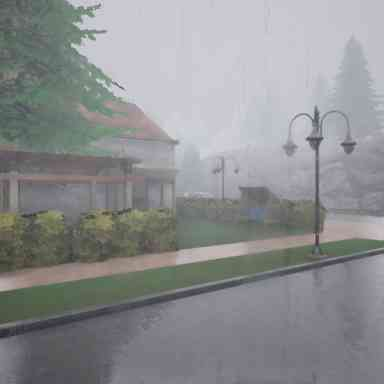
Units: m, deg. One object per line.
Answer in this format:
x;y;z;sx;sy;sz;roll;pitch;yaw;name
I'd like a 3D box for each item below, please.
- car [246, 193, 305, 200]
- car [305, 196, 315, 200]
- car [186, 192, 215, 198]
7.220;1.059;30.841;2.150;2.045;5.566;0;0;-35;car
10.225;1.189;33.001;2.097;1.767;4.553;0;0;-35;car
1.252;1.059;39.237;2.150;2.045;5.566;0;0;-35;car
